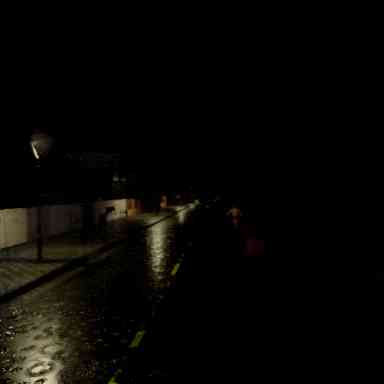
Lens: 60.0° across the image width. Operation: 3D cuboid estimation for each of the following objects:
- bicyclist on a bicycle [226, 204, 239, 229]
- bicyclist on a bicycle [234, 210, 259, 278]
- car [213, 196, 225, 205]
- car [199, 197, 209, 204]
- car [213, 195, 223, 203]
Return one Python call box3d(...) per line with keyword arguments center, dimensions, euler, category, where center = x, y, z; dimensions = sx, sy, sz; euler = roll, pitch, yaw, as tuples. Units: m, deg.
box3d(center=(2.253, 1.417, 17.581), dimensions=(0.866, 1.612, 1.509), euler=(-1, 0, 4), category="bicyclist on a bicycle")
box3d(center=(1.587, 1.434, 9.165), dimensions=(0.582, 1.620, 1.656), euler=(-1, 0, 4), category="bicyclist on a bicycle")
box3d(center=(4.646, 1.539, 57.764), dimensions=(1.812, 1.442, 4.674), euler=(-1, 0, 5), category="car")
box3d(center=(2.406, 1.677, 65.961), dimensions=(1.895, 1.301, 4.718), euler=(-1, 0, 5), category="car")
box3d(center=(5.750, 1.554, 73.462), dimensions=(2.128, 1.511, 4.902), euler=(-1, 0, 4), category="car")
